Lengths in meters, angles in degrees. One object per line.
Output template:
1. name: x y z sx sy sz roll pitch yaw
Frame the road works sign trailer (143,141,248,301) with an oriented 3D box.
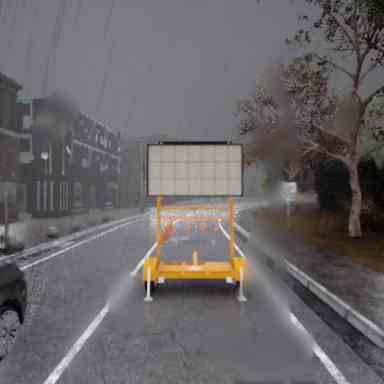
1. road works sign trailer: 0.080 0.521 8.463 2.380 3.560 2.880 0 0 1

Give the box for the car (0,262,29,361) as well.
1. car: -3.445 1.519 3.161 2.128 1.511 4.902 0 0 1

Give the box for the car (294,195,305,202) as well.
1. car: 22.984 1.392 73.785 5.008 1.535 1.882 -1 0 -32
